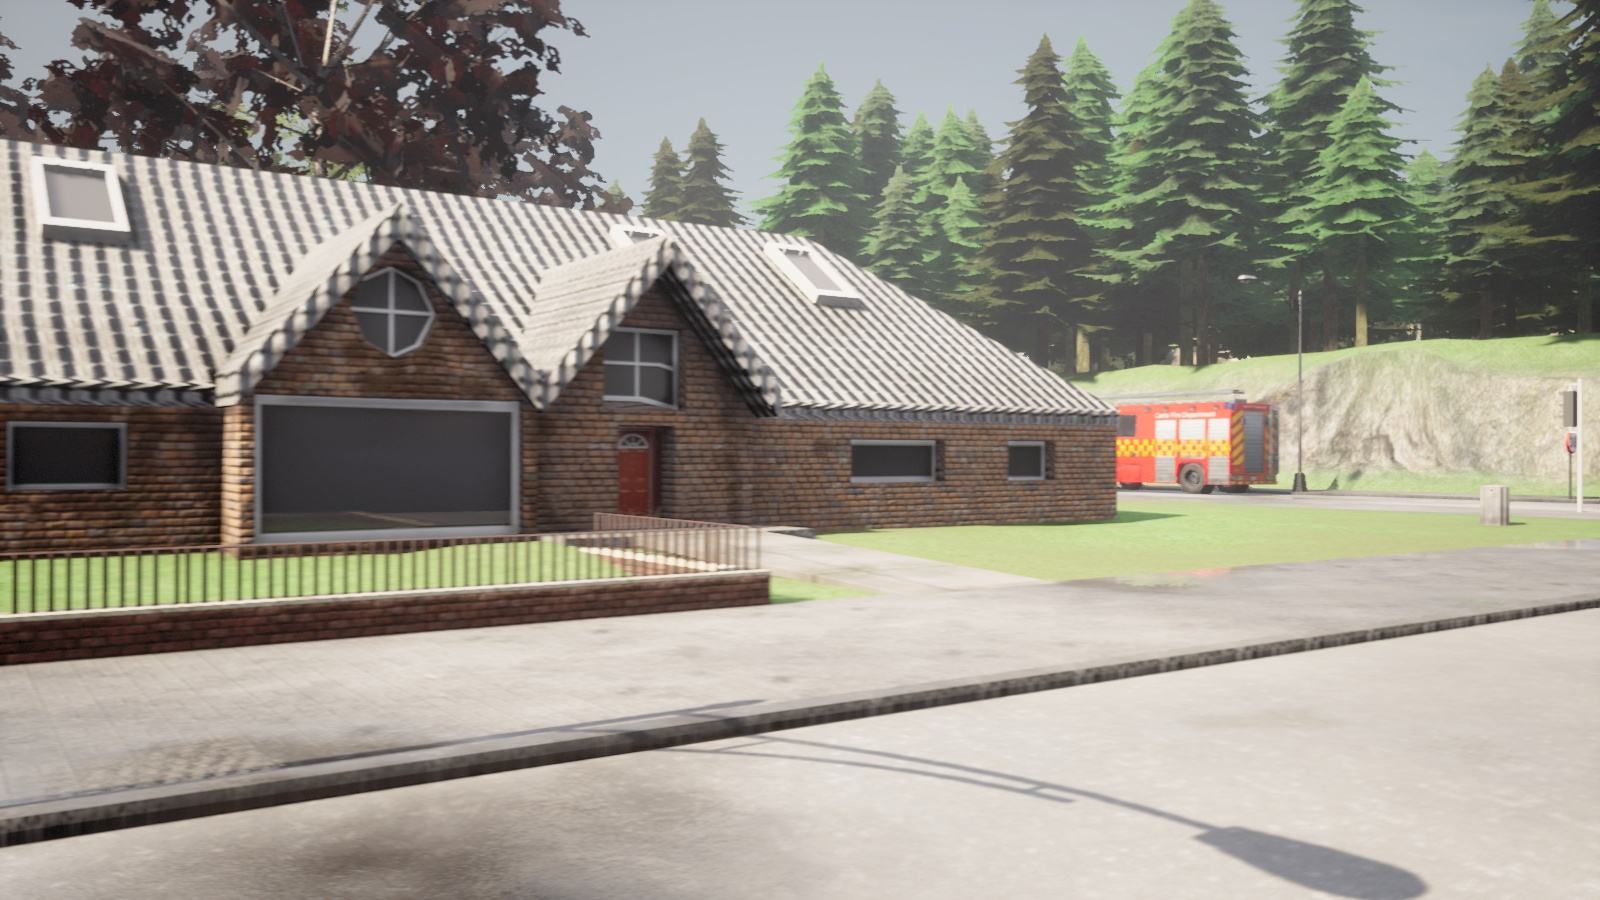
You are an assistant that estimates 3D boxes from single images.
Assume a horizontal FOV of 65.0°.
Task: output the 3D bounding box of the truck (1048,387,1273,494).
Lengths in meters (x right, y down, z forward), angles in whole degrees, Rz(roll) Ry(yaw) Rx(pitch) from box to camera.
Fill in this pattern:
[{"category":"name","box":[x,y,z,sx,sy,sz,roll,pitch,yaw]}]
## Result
[{"category":"truck","box":[13.809,-0.329,48.914,2.891,3.827,8.468,0,0,-35]}]
